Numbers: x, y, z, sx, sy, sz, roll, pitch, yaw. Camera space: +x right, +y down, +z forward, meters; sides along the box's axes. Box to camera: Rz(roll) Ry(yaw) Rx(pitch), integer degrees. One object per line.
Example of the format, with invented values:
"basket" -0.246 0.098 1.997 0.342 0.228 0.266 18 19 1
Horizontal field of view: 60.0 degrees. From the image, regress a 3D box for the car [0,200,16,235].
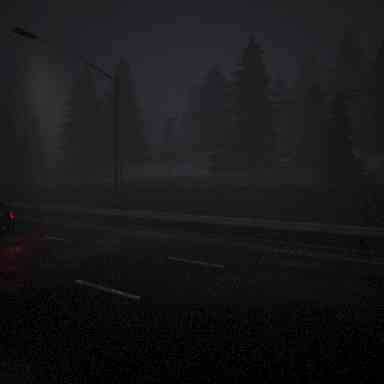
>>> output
"car" -10.279 1.068 15.625 4.553 1.767 2.097 1 1 35
